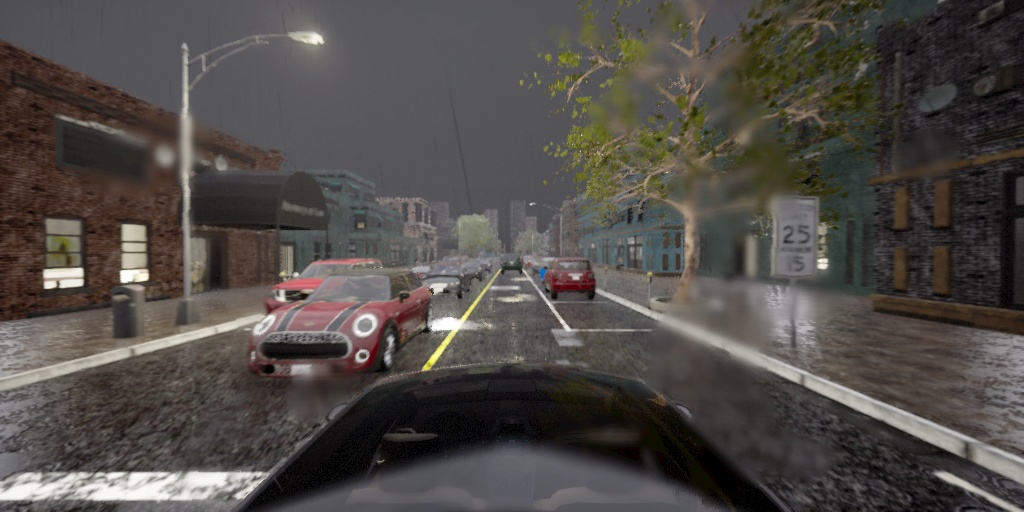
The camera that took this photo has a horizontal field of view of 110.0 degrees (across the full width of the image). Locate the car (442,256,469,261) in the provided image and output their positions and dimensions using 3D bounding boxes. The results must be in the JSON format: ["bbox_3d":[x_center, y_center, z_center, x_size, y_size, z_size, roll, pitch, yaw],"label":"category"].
[{"bbox_3d":[-5.703,0.913,34.063,2.192,1.841,5.009,0,0,0],"label":"car"}]

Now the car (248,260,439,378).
[{"bbox_3d":[-3.098,1.074,7.520,2.097,1.767,4.553,0,0,0],"label":"car"}]

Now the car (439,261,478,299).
[{"bbox_3d":[-3.102,1.167,17.676,2.128,1.511,4.902,0,0,0],"label":"car"}]

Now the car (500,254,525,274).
[{"bbox_3d":[-0.018,0.807,37.489,2.150,2.045,5.566,0,0,0],"label":"car"}]

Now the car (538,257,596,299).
[{"bbox_3d":[2.687,0.994,17.435,2.192,1.841,5.009,0,0,0],"label":"car"}]

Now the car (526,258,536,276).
[{"bbox_3d":[2.679,1.153,34.066,2.007,1.370,4.403,0,0,0],"label":"car"}]

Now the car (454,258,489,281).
[{"bbox_3d":[-3.104,1.133,28.054,1.837,1.490,4.892,0,0,0],"label":"car"}]

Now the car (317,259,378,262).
[{"bbox_3d":[-5.691,1.016,11.887,2.192,1.841,5.009,0,0,0],"label":"car"}]

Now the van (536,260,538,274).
[{"bbox_3d":[2.684,0.994,22.979,1.690,1.789,3.998,0,0,0],"label":"van"}]

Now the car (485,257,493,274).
[{"bbox_3d":[-3.059,1.125,38.922,2.033,1.411,5.357,0,0,0],"label":"car"}]

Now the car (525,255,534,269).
[{"bbox_3d":[2.671,0.965,50.698,1.967,1.591,4.097,0,0,0],"label":"car"}]
